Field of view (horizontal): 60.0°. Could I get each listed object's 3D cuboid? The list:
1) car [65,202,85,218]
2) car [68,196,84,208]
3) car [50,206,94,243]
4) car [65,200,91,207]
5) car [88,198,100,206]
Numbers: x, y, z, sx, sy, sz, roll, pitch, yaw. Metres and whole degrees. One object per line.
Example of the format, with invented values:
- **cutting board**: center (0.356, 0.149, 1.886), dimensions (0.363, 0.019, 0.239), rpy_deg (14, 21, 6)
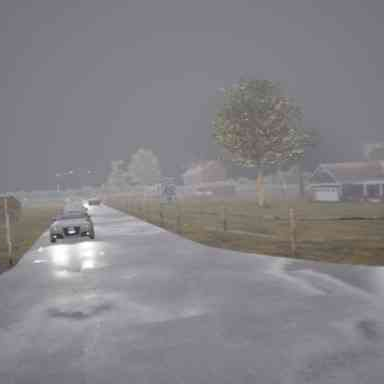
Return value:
- **car**: center (-12.572, 1.866, 35.836), dimensions (1.895, 1.301, 4.718), rpy_deg (-4, 1, -19)
- **car**: center (-17.434, 1.502, 50.112), dimensions (2.128, 1.511, 4.902), rpy_deg (-4, 1, -19)
- **car**: center (-6.280, 1.712, 17.522), dimensions (1.994, 1.385, 4.181), rpy_deg (-4, 1, -18)
- **car**: center (-9.242, 1.678, 26.096), dimensions (1.882, 1.535, 5.008), rpy_deg (-4, 1, -19)
- **car**: center (-16.735, 1.697, 56.578), dimensions (1.882, 1.535, 5.008), rpy_deg (-4, 1, -19)
